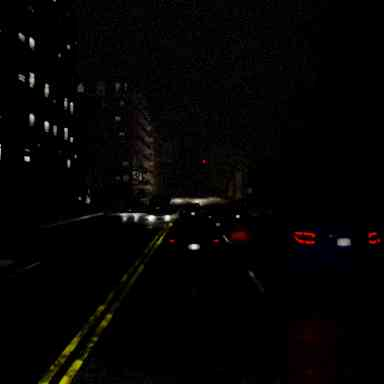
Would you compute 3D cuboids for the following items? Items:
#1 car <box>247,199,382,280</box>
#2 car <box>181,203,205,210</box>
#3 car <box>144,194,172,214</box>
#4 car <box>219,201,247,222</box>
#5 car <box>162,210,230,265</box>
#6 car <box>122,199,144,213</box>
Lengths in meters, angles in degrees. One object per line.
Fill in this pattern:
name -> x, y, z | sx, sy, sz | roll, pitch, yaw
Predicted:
car -> 3.326, 1.215, 10.030 | 2.150, 2.045, 5.566 | 0, 0, -1
car -> 0.078, 1.558, 26.619 | 1.994, 1.385, 4.181 | 0, 0, 0
car -> -3.304, 1.220, 35.169 | 2.150, 2.045, 5.566 | 0, 0, 0
car -> 3.325, 1.499, 26.405 | 1.837, 1.490, 4.892 | 0, 0, 0
car -> 0.075, 1.560, 11.663 | 1.994, 1.385, 4.181 | 0, 0, 0
car -> -6.532, 1.544, 37.682 | 2.033, 1.411, 5.357 | 0, 0, 0
